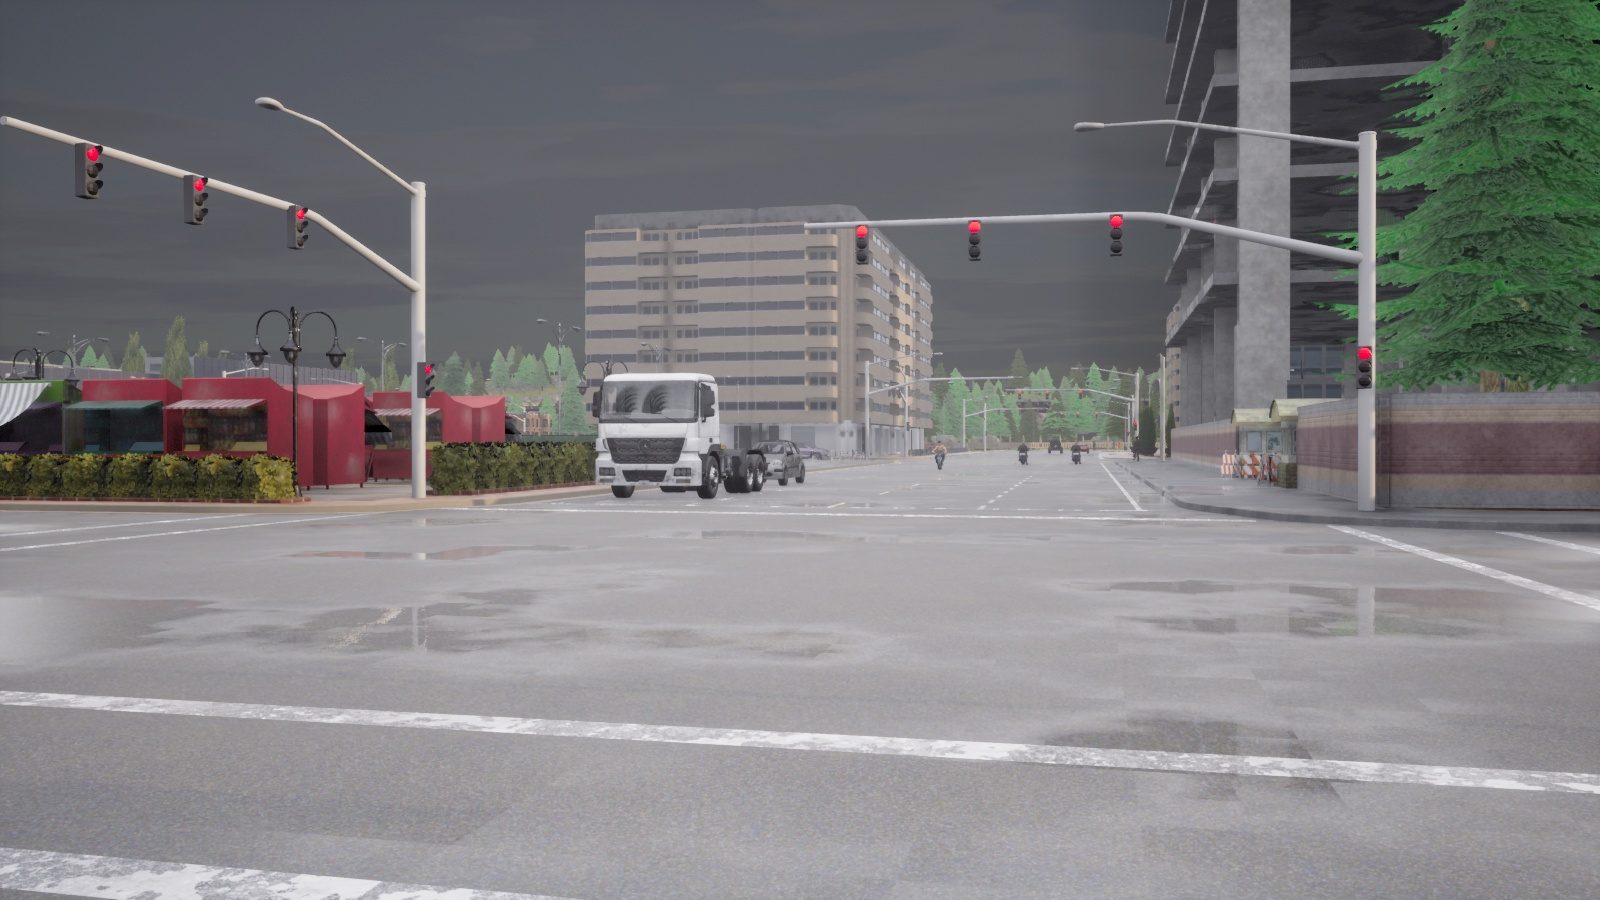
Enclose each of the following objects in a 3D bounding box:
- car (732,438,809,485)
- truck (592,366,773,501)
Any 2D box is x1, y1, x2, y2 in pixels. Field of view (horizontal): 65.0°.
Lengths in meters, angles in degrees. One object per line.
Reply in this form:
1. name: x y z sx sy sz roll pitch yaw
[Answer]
1. car: -1.019 0.387 45.574 1.851 1.617 3.988 0 0 13
2. truck: -3.137 -0.442 36.214 2.891 3.462 7.936 0 0 13
